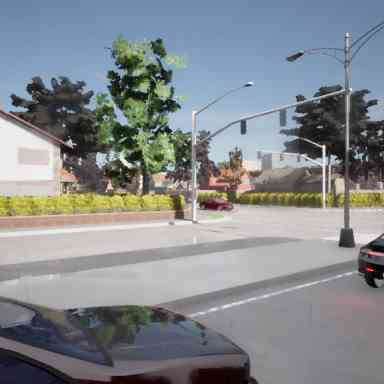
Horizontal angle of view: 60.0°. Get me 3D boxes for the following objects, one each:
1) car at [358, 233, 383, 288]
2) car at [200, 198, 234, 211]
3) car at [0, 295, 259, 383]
[{"bbox_3d":[5.935,1.492,8.018,4.902,1.511,2.128,0,0,-35],"label":"car"},{"bbox_3d":[2.951,1.478,40.286,1.882,1.535,5.008,0,0,-36],"label":"car"},{"bbox_3d":[-1.984,1.547,2.333,5.357,1.411,2.033,0,0,-35],"label":"car"}]
